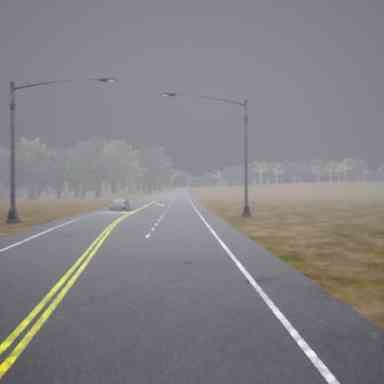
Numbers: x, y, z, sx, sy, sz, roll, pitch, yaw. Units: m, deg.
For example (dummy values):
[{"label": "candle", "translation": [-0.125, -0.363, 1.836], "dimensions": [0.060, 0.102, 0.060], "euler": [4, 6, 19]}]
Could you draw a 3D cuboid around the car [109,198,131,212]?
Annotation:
[{"label": "car", "translation": [-8.322, 1.460, 38.850], "dimensions": [1.812, 1.442, 4.674], "euler": [0, 0, -2]}]
